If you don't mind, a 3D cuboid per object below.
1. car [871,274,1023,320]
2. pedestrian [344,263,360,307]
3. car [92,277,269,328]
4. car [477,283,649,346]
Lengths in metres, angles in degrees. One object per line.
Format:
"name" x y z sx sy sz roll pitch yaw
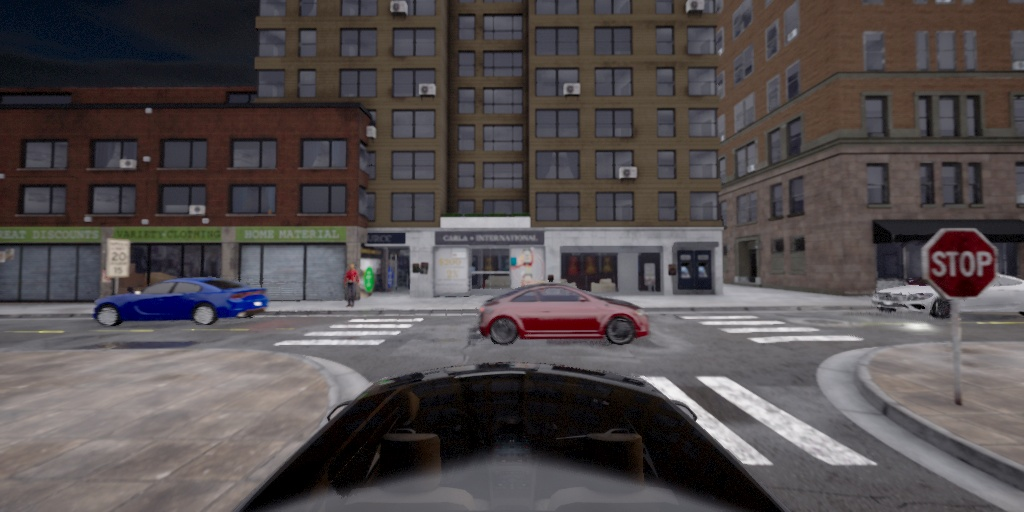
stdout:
"car" 14.843 1.264 11.931 4.674 1.442 1.812 -1 -2 0
"pedestrian" -6.763 1.194 15.039 0.375 1.860 0.375 0 -1 0
"car" -11.062 1.494 12.154 5.008 1.535 1.882 -1 -2 0
"car" 1.215 1.379 9.087 4.181 1.385 1.994 -1 -1 0
